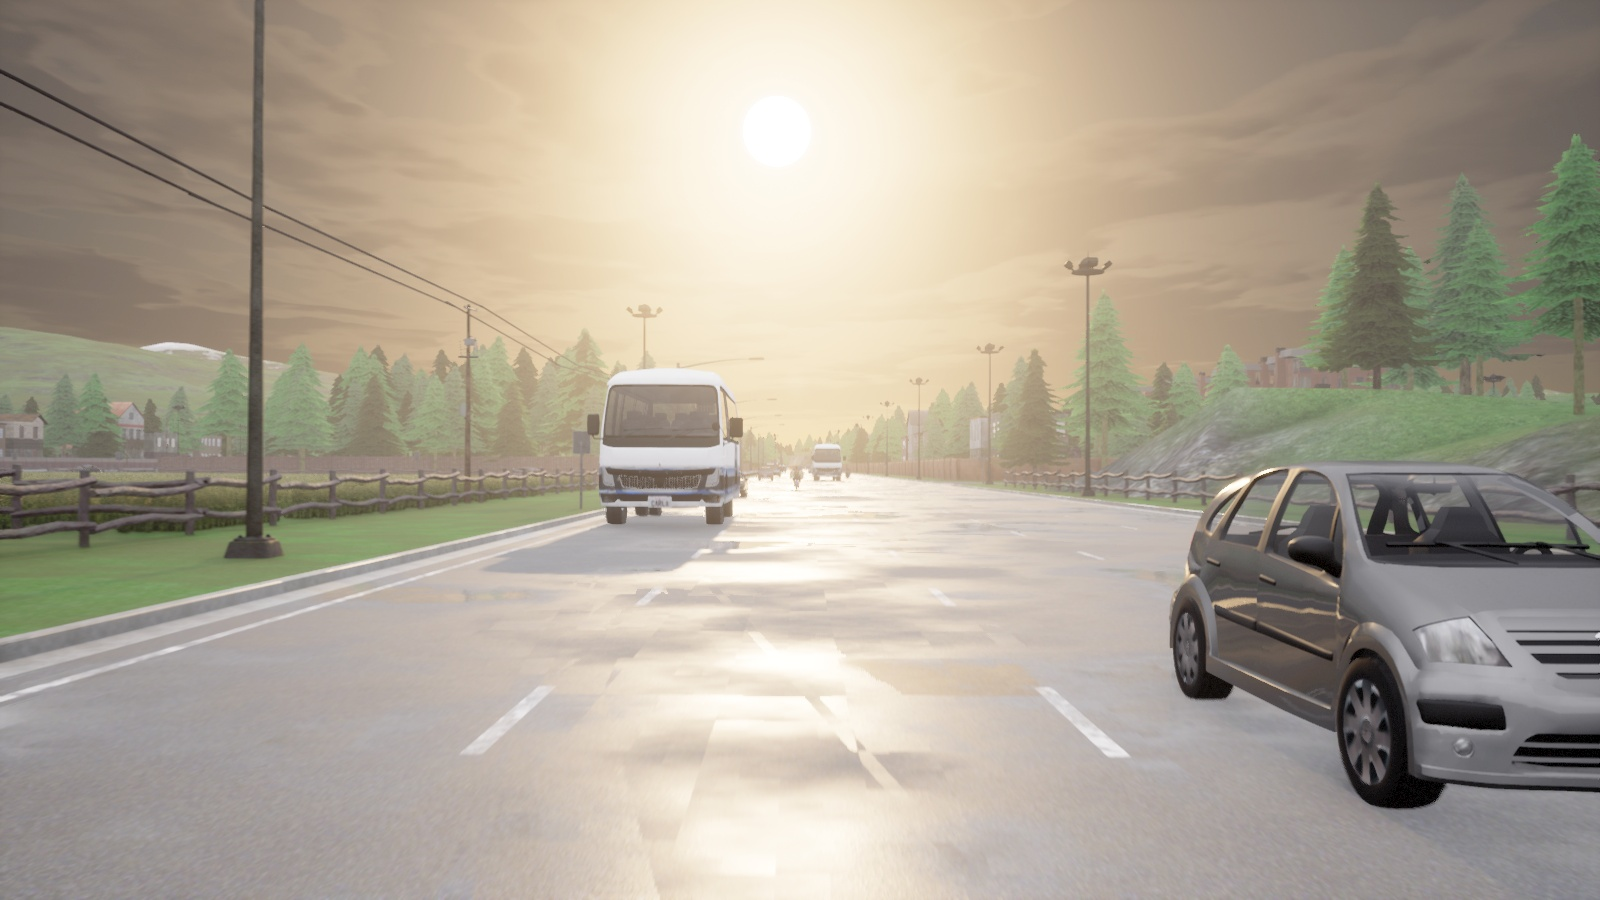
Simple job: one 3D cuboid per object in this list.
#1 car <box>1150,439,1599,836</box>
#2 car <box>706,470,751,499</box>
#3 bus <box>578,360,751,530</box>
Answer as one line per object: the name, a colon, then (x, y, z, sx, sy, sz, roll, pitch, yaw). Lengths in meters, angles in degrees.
car: (3.482, 0.790, 7.135, 1.851, 1.617, 3.988, 0, -1, 0)
car: (-3.655, 1.749, 65.231, 2.033, 1.411, 5.357, 0, -1, 0)
bus: (-3.593, -0.061, 36.570, 3.944, 4.253, 10.273, 0, -1, 0)
